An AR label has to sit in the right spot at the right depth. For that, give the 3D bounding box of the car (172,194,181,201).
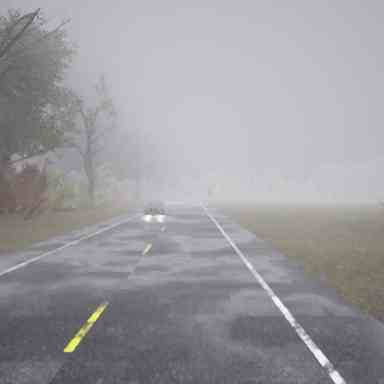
[{"bbox_3d":[-3.515,1.337,75.437,1.837,1.490,4.892,0,0,0],"label":"car"}]

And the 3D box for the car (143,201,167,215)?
[{"bbox_3d":[-3.600,1.553,33.097,1.994,1.385,4.181,0,0,0],"label":"car"}]
